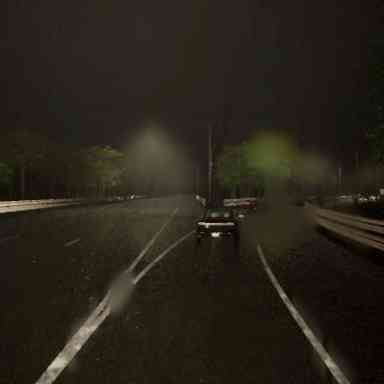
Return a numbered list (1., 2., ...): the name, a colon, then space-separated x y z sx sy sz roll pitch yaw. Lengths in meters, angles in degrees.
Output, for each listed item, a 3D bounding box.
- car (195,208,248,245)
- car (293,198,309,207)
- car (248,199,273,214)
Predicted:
1. car: 1.371 1.494 15.621 2.128 1.511 4.902 0 0 10
2. car: 17.400 1.558 52.336 1.994 1.385 4.181 0 0 37
3. car: 7.219 1.501 34.950 1.882 1.535 5.008 0 0 24
